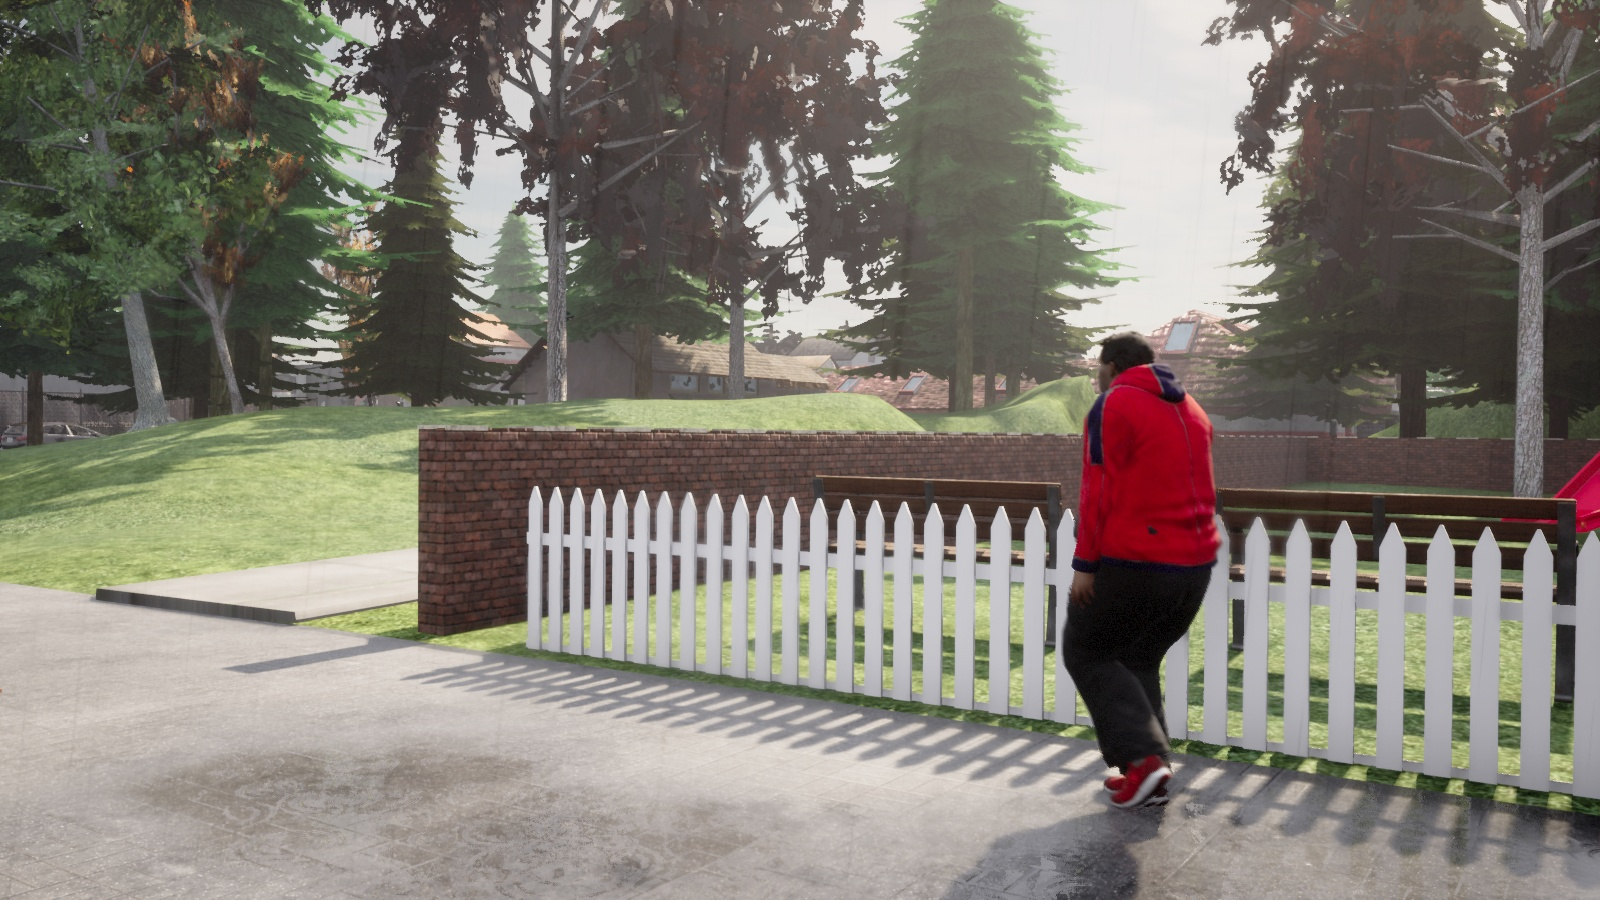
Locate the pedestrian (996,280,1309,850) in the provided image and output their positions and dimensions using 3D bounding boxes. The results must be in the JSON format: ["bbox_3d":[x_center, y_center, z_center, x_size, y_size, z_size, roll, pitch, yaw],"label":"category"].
[{"bbox_3d":[1.270,0.367,4.609,0.634,1.844,0.899,-1,1,-34],"label":"pedestrian"}]

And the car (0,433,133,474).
[{"bbox_3d":[-31.533,0.125,53.900,2.242,1.667,4.611,0,1,33],"label":"car"}]

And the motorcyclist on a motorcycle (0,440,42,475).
[{"bbox_3d":[-35.075,0.322,55.801,0.866,1.530,2.191,0,1,34],"label":"motorcyclist on a motorcycle"}]
